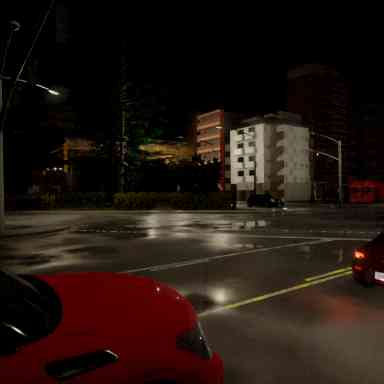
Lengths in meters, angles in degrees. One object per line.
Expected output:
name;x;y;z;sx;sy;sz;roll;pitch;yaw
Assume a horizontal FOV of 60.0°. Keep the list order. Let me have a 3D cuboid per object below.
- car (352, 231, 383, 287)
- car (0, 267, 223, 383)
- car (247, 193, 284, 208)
car;5.544;1.433;7.715;4.674;1.442;1.812;-1;1;-35
car;-2.385;1.220;2.038;5.566;2.045;2.150;0;0;-35
car;8.616;0.943;39.342;2.097;1.767;4.553;-1;1;-35
